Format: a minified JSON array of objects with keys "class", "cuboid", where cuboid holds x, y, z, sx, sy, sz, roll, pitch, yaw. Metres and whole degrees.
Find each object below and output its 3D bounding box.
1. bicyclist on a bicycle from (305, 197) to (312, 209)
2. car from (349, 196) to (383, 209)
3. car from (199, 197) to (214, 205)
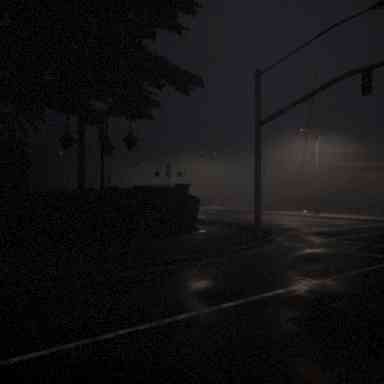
[{"class":"bicyclist on a bicycle","cuboid":[16.315,1.552,46.879,1.656,1.620,0.582,-6,-7,-37]},{"class":"car","cuboid":[23.892,1.432,45.236,2.242,1.667,4.611,0,0,-35]},{"class":"car","cuboid":[1.775,1.657,59.866,2.033,1.411,5.357,0,0,-35]}]
